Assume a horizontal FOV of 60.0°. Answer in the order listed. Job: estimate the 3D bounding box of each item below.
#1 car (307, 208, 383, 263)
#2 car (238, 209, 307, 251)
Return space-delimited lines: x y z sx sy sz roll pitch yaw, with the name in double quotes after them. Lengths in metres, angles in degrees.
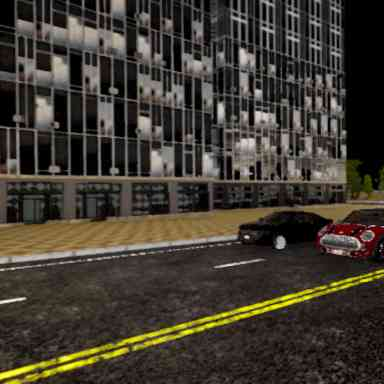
6.684 1.412 12.342 4.553 1.767 2.097 0 0 -35 "car"
4.213 1.535 14.578 5.008 1.535 1.882 1 0 -35 "car"
